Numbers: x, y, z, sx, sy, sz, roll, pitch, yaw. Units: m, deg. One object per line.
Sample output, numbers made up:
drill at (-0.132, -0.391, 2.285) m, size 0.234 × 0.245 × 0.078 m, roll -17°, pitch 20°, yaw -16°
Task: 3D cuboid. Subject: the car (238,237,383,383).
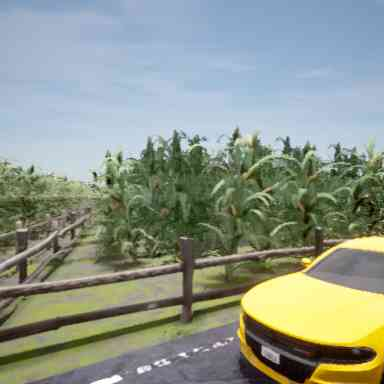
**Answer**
car at (2.921, 1.466, 4.936) m, size 5.008 × 1.535 × 1.882 m, roll 0°, pitch 0°, yaw -33°
